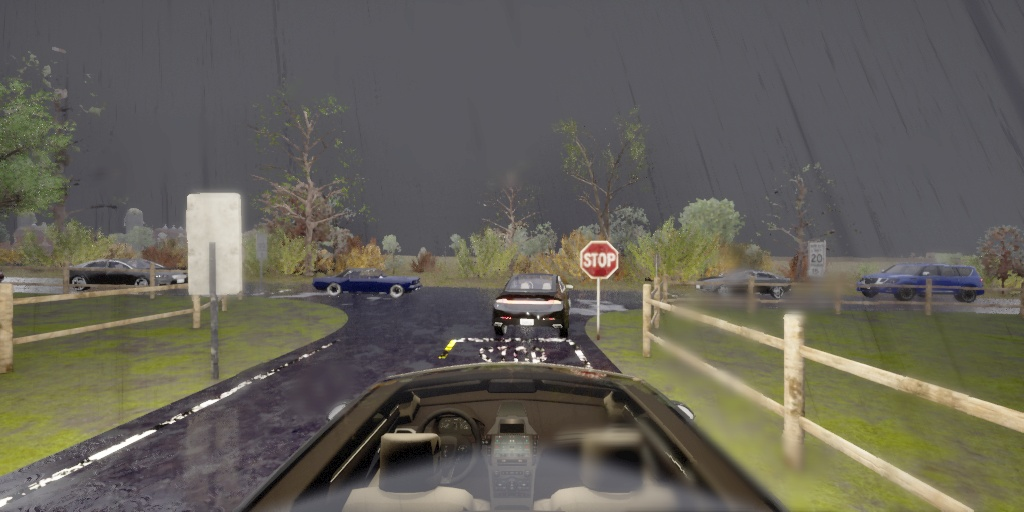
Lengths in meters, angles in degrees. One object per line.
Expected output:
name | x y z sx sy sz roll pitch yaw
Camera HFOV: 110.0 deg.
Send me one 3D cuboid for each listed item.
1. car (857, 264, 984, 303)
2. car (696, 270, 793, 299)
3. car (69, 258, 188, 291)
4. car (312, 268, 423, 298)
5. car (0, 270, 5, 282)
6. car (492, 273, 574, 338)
car | 22.914 1.466 20.214 5.566 2.045 2.150 1 1 0
car | 13.018 1.525 20.233 4.902 1.511 2.128 1 1 0
car | -18.478 0.885 17.350 4.902 1.511 2.128 1 1 0
car | -6.810 1.249 17.323 4.718 1.301 1.895 1 1 0
car | -27.781 0.718 17.365 4.674 1.442 1.812 1 1 0
car | 0.713 1.240 10.285 2.128 1.511 4.902 0 0 9
